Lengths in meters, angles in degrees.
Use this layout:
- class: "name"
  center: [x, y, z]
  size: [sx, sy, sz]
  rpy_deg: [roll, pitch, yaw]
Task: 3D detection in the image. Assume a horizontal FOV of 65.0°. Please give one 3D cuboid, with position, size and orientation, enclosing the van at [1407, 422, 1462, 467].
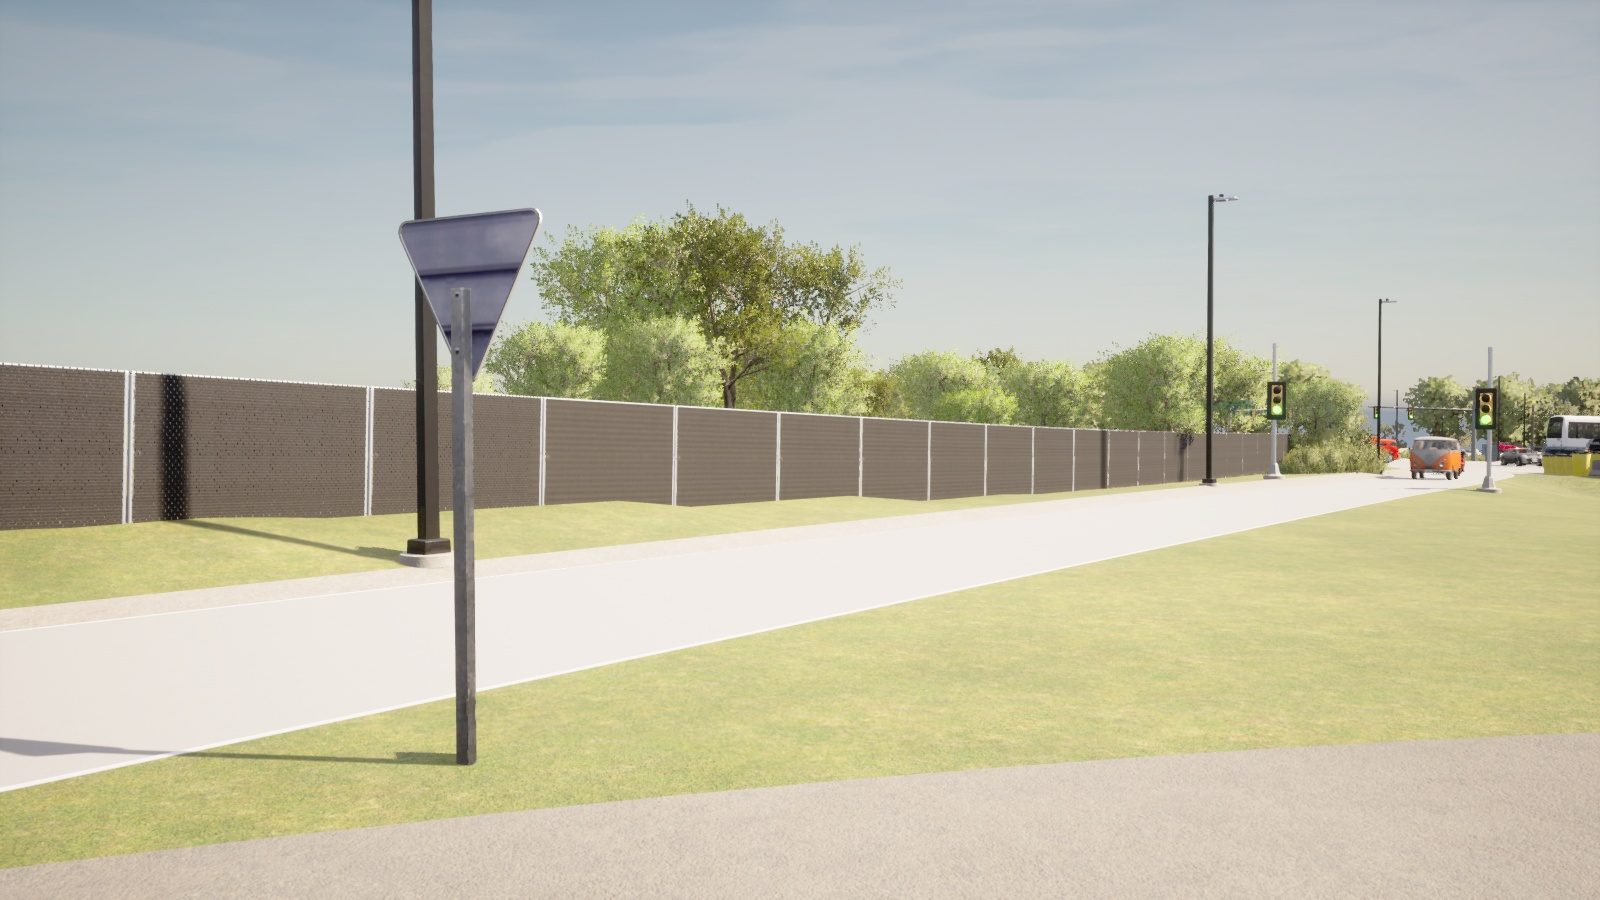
- class: "van"
  center: [29.514, -0.264, 58.356]
  size: [1.775, 1.987, 4.442]
  rpy_deg: [0, 0, 33]
